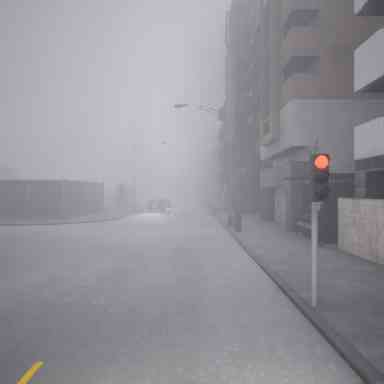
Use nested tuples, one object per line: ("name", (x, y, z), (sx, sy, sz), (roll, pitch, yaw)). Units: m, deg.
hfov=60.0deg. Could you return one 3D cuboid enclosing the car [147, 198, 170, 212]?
("car", (-4.127, 1.491, 39.308), (2.128, 1.511, 4.902), (0, 0, 0))
